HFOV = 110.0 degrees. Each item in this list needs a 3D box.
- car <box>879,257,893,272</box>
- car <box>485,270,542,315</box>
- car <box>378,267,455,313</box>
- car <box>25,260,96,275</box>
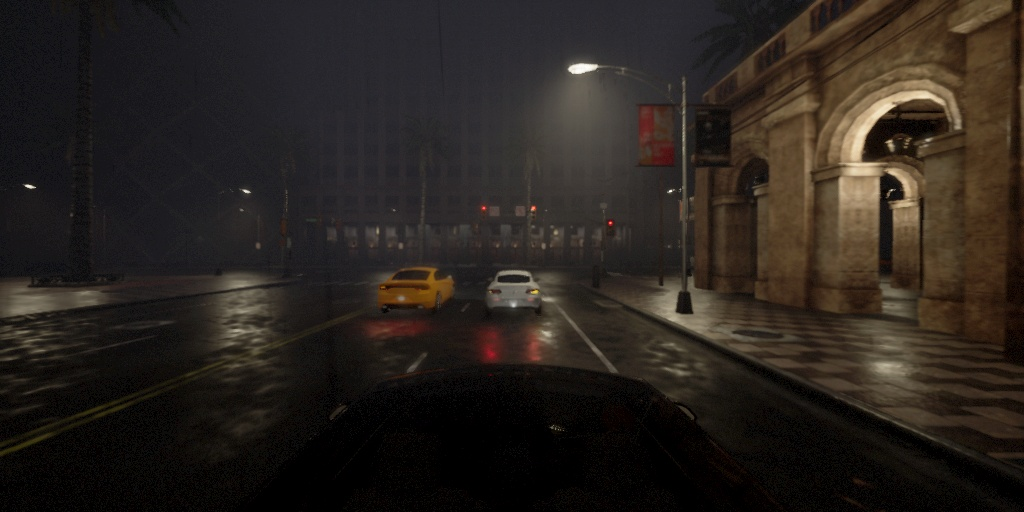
[{"bbox_3d":[43.629,0.881,41.724,4.553,1.767,2.097,0,0,1],"label":"car"},{"bbox_3d":[0.066,1.213,13.049,1.812,1.442,4.674,0,0,0],"label":"car"},{"bbox_3d":[-3.433,1.161,13.669,1.882,1.535,5.008,0,0,0],"label":"car"},{"bbox_3d":[-45.467,1.136,36.235,4.674,1.442,1.812,1,0,-25],"label":"car"}]
